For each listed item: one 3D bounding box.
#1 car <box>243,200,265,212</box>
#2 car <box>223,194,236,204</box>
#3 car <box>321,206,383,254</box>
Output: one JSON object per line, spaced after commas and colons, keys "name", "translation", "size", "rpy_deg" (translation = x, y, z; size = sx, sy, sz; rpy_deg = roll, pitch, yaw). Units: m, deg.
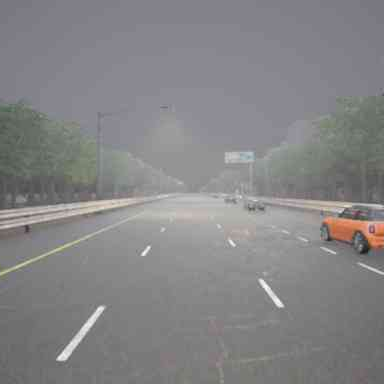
{"name": "car", "translation": [7.070, 1.602, 38.388], "size": [1.895, 1.301, 4.718], "rpy_deg": [0, 0, 0]}
{"name": "car", "translation": [7.202, 1.337, 63.576], "size": [2.097, 1.767, 4.553], "rpy_deg": [0, 0, 0]}
{"name": "car", "translation": [7.007, 1.354, 13.573], "size": [2.097, 1.767, 4.553], "rpy_deg": [0, 0, 0]}
